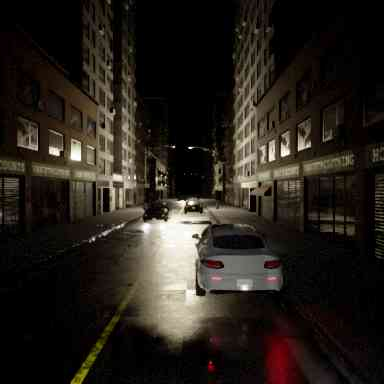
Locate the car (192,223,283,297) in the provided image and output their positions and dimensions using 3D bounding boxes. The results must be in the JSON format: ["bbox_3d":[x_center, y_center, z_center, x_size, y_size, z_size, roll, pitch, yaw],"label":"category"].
[{"bbox_3d":[0.988,1.527,8.491,1.812,1.442,4.674,0,0,0],"label":"car"}]

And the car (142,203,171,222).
[{"bbox_3d":[-2.670,1.556,26.304,2.033,1.411,5.357,0,0,0],"label":"car"}]

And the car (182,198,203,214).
[{"bbox_3d":[0.171,1.582,35.738,1.994,1.385,4.181,0,0,1],"label":"car"}]

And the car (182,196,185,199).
[{"bbox_3d":[0.151,1.523,45.708,2.128,1.511,4.902,0,0,0],"label":"car"}]

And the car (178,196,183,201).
[{"bbox_3d":[-2.496,1.670,83.502,1.994,1.385,4.181,0,0,0],"label":"car"}]
